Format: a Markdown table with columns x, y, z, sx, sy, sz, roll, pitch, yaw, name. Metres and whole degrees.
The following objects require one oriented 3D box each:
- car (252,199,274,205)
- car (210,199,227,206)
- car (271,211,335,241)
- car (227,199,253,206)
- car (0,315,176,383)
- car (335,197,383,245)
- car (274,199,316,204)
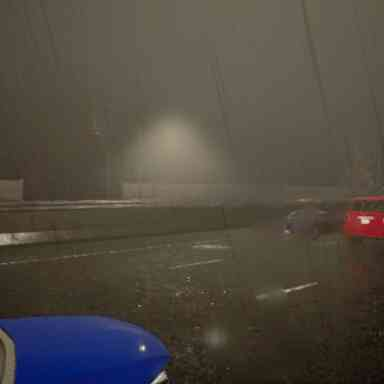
| x | y | z | sx | sy | sz | roll | pitch | yaw | name |
| --- | --- | --- | --- | --- | --- | --- | --- | --- | --- |
| 9.190 | 1.634 | 36.325 | 4.718 | 1.301 | 1.895 | 0 | 0 | -35 | car |
| 4.340 | 1.558 | 41.461 | 4.674 | 1.442 | 1.812 | 0 | 0 | -35 | car |
| 6.229 | 1.612 | 16.784 | 4.718 | 1.301 | 1.895 | 0 | 0 | -36 | car |
| 6.723 | 1.558 | 38.861 | 4.674 | 1.442 | 1.812 | 0 | 0 | -35 | car |
| -2.275 | 1.526 | 2.124 | 4.674 | 1.442 | 1.812 | 0 | 0 | -35 | car |
| 8.852 | 1.233 | 14.354 | 5.566 | 2.045 | 2.150 | 0 | 0 | -36 | car |
| 10.844 | 1.510 | 33.209 | 5.008 | 1.535 | 1.882 | 0 | 0 | -35 | car |
